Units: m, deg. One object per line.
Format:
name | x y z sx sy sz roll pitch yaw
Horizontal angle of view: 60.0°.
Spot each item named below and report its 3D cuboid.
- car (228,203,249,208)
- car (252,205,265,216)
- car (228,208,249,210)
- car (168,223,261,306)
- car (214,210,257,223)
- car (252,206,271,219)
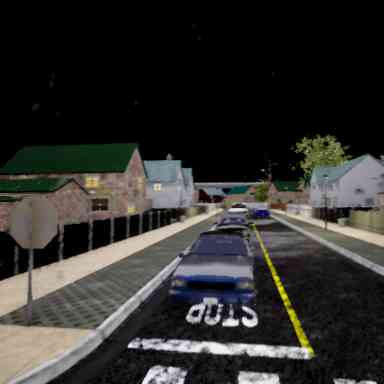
car | 5.551 2.320 39.274 2.150 2.045 5.566 -1 -2 9
car | 10.667 2.946 53.500 1.882 1.535 5.008 -1 -2 9
car | 3.894 2.374 28.738 1.994 1.385 4.181 -1 -2 9
car | 0.847 1.814 9.130 2.033 1.411 5.357 -1 -2 10
car | 2.371 2.027 18.797 2.128 1.511 4.902 -1 -2 9
car | 9.120 2.670 43.345 1.882 1.535 5.008 -1 -2 9
